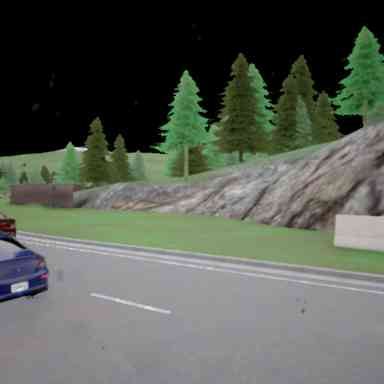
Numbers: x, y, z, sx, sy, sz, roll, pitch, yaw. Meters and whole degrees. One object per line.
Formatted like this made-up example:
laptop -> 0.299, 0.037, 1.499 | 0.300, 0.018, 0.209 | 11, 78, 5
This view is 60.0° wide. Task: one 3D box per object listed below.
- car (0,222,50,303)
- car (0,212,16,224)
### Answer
car -> -4.974, 1.507, 7.107 | 4.674, 1.442, 1.812 | 0, 0, 33
car -> -9.606, 1.439, 14.604 | 5.008, 1.535, 1.882 | 0, 0, 37
